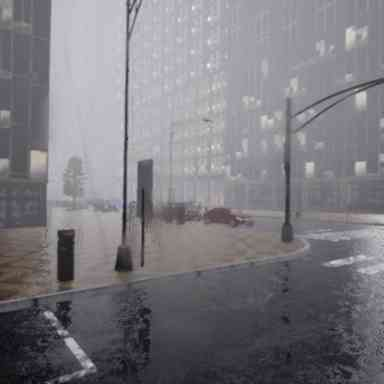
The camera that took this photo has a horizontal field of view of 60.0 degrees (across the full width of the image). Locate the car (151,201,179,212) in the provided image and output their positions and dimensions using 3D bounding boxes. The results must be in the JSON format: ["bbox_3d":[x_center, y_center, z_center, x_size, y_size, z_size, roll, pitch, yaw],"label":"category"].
[{"bbox_3d":[-3.818,1.992,46.280,1.752,1.417,4.829,1,-1,-35],"label":"car"}]

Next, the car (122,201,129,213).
[{"bbox_3d":[-6.159,1.824,39.549,1.837,1.490,4.892,1,-1,-35],"label":"car"}]

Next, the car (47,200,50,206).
[{"bbox_3d":[-26.868,2.137,64.635,2.008,1.369,4.403,1,-1,-35],"label":"car"}]

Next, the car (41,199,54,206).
[{"bbox_3d":[-30.123,2.223,69.293,1.802,1.307,4.206,1,-1,-35],"label":"car"}]

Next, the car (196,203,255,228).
[{"bbox_3d":[2.432,1.674,22.708,1.802,1.307,4.206,1,-1,-35],"label":"car"}]

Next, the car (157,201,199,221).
[{"bbox_3d":[-0.823,1.587,27.368,1.967,1.590,4.097,1,-1,-35],"label":"car"}]

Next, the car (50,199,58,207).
[{"bbox_3d":[-23.612,2.076,59.977,1.887,1.381,4.507,1,-1,-35],"label":"car"}]

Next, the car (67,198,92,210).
[{"bbox_3d":[-17.101,1.972,50.659,2.008,1.369,4.403,1,-1,-35],"label":"car"}]

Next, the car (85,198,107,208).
[{"bbox_3d":[-15.358,1.696,52.884,1.837,1.490,4.892,1,-1,-35],"label":"car"}]

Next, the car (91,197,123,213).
[{"bbox_3d":[-10.590,1.751,41.344,1.967,1.590,4.097,1,-1,-35],"label":"car"}]

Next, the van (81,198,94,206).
[{"bbox_3d":[-23.254,2.136,74.095,1.690,1.788,3.998,1,-1,-35],"label":"van"}]

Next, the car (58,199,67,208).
[{"bbox_3d":[-20.357,2.042,55.318,1.947,1.339,4.313,1,-1,-35],"label":"car"}]

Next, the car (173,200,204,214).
[{"bbox_3d":[-0.465,1.850,41.484,1.967,1.590,4.097,1,-1,-35],"label":"car"}]

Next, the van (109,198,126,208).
[{"bbox_3d":[-13.487,1.971,60.119,1.690,1.788,3.998,1,-1,-35],"label":"van"}]

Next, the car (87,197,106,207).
[{"bbox_3d":[-19.998,2.055,69.437,2.192,1.841,5.009,1,-1,-35],"label":"car"}]

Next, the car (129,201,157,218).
[{"bbox_3d":[-3.981,1.725,31.887,1.752,1.417,4.829,1,-1,-35],"label":"car"}]
